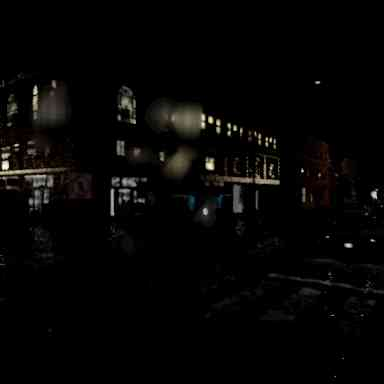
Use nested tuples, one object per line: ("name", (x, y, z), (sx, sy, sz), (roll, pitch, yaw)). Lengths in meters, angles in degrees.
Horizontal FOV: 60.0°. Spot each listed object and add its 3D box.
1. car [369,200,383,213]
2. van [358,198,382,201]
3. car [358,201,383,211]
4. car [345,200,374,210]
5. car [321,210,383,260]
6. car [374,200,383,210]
("car", (23.569, 1.744, 41.748), (1.752, 1.417, 4.829), (0, 0, 35))
("van", (17.308, 1.503, 32.849), (1.690, 1.788, 3.998), (0, 0, 35))
("car", (12.466, 1.602, 21.456), (2.128, 1.511, 4.902), (0, 0, 35))
("car", (14.031, 1.660, 28.189), (1.752, 1.417, 4.829), (0, 0, 35))
("car", (6.419, 1.628, 12.861), (1.994, 1.385, 4.181), (0, 0, 35))
("car", (26.846, 1.800, 46.407), (2.008, 1.369, 4.403), (0, 0, 35))
